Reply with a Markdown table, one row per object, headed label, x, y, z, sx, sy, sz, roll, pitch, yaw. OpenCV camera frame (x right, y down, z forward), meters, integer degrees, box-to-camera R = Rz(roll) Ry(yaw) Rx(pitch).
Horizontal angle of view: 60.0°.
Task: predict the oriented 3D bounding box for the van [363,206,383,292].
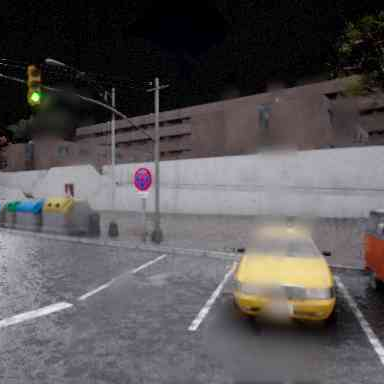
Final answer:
| label | x | y | z | sx | sy | sz | roll | pitch | yaw |
| --- | --- | --- | --- | --- | --- | --- | --- | --- | --- |
| van | 4.563 | 1.260 | 6.098 | 1.878 | 1.987 | 4.442 | 0 | -1 | 16 |

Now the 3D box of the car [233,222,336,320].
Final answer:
| label | x | y | z | sx | sy | sz | roll | pitch | yaw |
| --- | --- | --- | --- | --- | --- | --- | --- | --- | --- |
| car | 2.119 | 1.522 | 7.760 | 1.946 | 1.575 | 5.366 | 0 | -1 | 16 |
